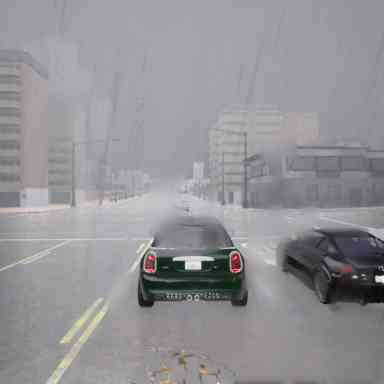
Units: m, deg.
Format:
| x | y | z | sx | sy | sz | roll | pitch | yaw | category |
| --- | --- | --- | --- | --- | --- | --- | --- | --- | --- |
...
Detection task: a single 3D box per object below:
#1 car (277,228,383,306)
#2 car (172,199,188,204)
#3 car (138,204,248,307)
| x | y | z | sx | sy | sz | roll | pitch | yaw | category |
| --- | --- | --- | --- | --- | --- | --- | --- | --- | --- |
| 3.500 | 1.564 | 8.097 | 1.994 | 1.385 | 4.181 | 0 | 0 | -1 | car |
| -1.424 | 1.599 | 40.469 | 1.812 | 1.442 | 4.674 | 0 | -1 | -3 | car |
| -0.004 | 1.352 | 8.159 | 2.097 | 1.767 | 4.553 | 0 | 0 | -1 | car |
